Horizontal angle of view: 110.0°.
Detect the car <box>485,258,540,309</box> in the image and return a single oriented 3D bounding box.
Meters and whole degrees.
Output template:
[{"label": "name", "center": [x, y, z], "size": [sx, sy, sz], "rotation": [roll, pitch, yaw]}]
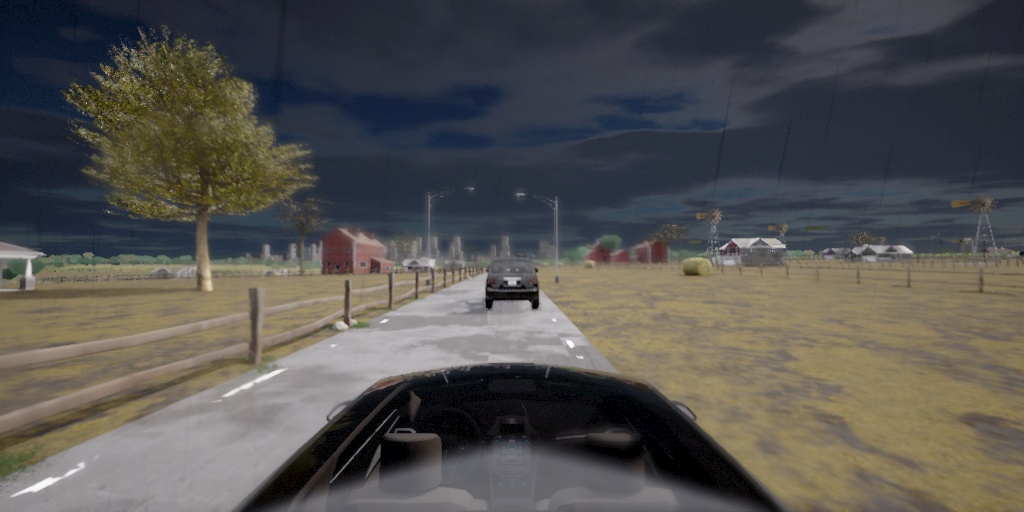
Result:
[{"label": "car", "center": [0.014, 1.116, 15.901], "size": [2.150, 2.045, 5.566], "rotation": [0, 0, 0]}]
